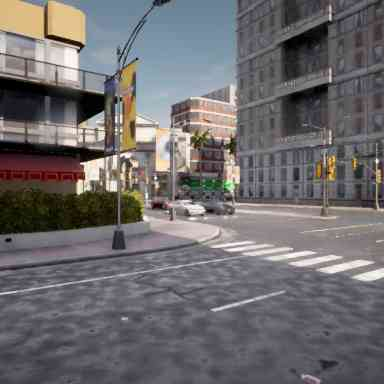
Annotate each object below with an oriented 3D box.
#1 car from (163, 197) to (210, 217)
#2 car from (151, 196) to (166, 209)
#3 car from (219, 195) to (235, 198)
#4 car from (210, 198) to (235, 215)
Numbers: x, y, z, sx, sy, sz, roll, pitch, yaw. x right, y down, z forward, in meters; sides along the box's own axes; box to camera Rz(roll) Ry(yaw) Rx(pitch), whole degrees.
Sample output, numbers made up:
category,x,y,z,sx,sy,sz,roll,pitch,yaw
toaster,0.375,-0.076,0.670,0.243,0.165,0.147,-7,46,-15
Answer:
category,x,y,z,sx,sy,sz,roll,pitch,yaw
car,-0.623,1.526,32.117,1.812,1.442,4.674,0,0,-35
car,-3.417,1.352,42.211,2.097,1.767,4.553,0,0,-35
car,9.006,1.500,85.629,4.892,1.490,1.837,0,0,-35
car,2.449,1.564,33.837,1.994,1.385,4.181,0,0,-35
